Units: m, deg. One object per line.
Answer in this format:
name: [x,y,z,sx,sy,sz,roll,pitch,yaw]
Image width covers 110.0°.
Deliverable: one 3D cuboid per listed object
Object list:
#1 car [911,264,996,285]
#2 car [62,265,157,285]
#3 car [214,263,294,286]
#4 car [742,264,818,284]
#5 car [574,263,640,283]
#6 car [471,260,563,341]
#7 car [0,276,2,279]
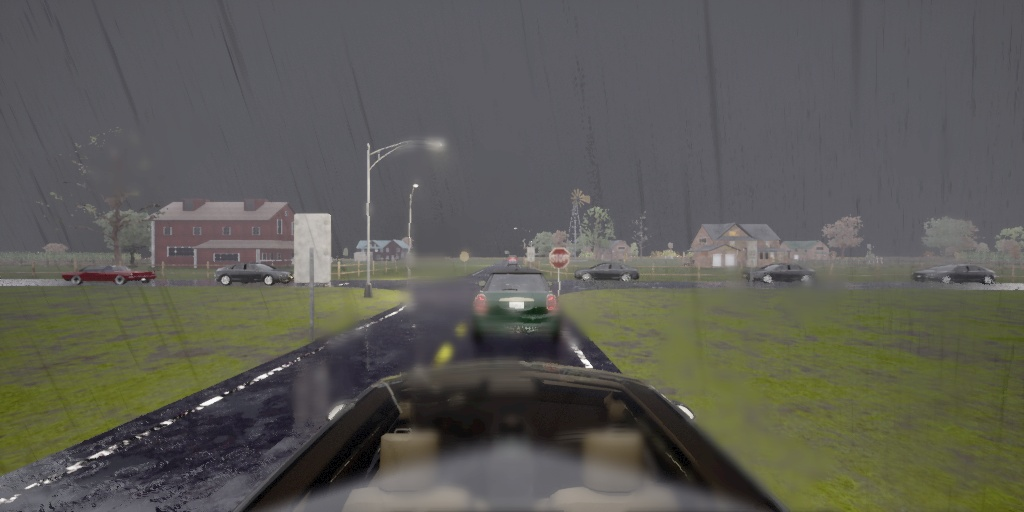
car: [32.974,1.374,26.839,4.892,1.490,1.837,1,0,1]
car: [-27.324,1.271,24.476,4.718,1.301,1.895,0,0,1]
car: [-17.378,1.202,24.380,4.892,1.490,1.837,0,0,1]
car: [20.066,1.319,26.970,4.892,1.490,1.837,0,0,1]
car: [7.275,1.273,27.696,4.892,1.490,1.837,1,1,9]
car: [0.119,1.101,10.006,2.097,1.767,4.553,0,0,0]
car: [-38.735,1.189,24.596,5.357,1.411,2.033,0,0,0]
